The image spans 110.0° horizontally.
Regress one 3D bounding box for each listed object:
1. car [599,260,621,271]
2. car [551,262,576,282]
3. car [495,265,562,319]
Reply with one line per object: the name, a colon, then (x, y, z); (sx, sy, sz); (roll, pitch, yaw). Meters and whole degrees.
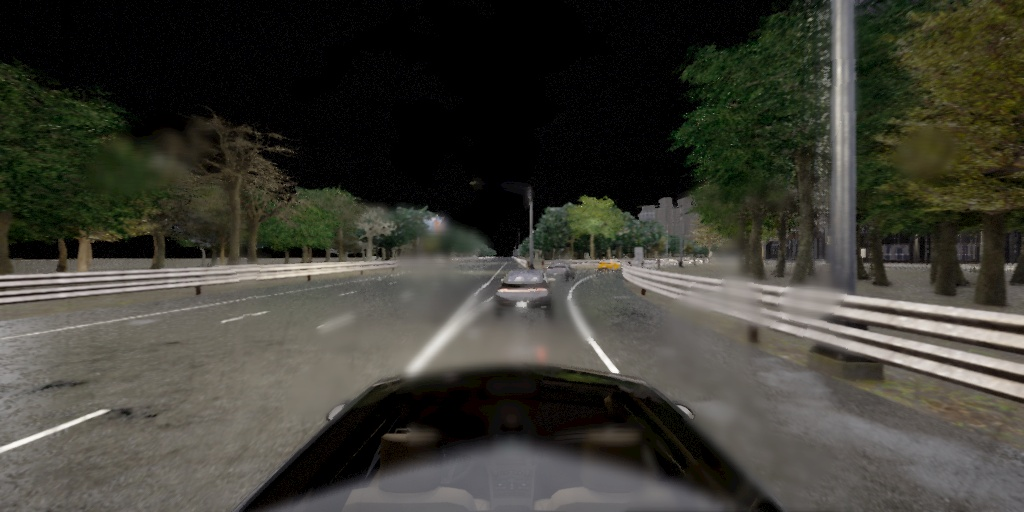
car: (13.605, 1.230, 49.856); (1.882, 1.535, 5.008); (0, 0, 33)
car: (4.045, 1.250, 29.294); (2.128, 1.511, 4.902); (0, 0, 17)
car: (0.576, 1.242, 12.953); (2.128, 1.511, 4.902); (0, 0, 6)
